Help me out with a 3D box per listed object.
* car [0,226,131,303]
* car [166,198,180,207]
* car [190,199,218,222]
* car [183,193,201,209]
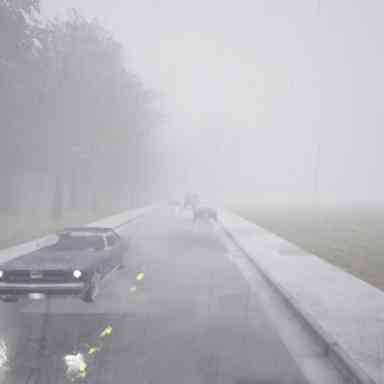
[{"bbox_3d":[-2.852,1.595,8.301,1.895,1.301,4.718,0,0,0],"label":"car"},{"bbox_3d":[-2.826,1.531,49.925,1.994,1.385,4.181,0,0,0],"label":"car"},{"bbox_3d":[0.960,1.509,25.867,1.812,1.442,4.674,0,0,0],"label":"car"},{"bbox_3d":[0.014,1.192,45.802,2.150,2.045,5.566,0,0,0],"label":"car"}]
